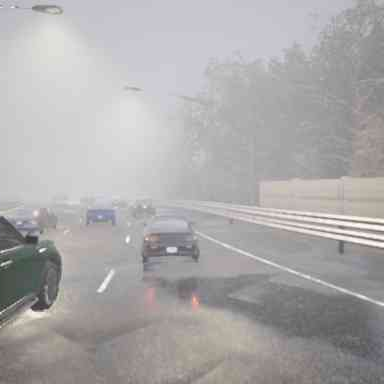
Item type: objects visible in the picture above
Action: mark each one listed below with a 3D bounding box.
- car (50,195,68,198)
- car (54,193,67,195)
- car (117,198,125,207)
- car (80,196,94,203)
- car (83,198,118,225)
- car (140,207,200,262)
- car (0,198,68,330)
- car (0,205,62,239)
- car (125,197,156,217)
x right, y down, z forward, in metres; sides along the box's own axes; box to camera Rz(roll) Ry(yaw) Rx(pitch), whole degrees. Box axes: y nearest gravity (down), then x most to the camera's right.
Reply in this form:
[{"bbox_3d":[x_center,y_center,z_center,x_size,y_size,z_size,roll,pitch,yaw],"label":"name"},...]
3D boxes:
[{"bbox_3d":[-20.164,1.557,50.169,1.895,1.301,4.718,0,0,-29],"label":"car"},{"bbox_3d":[-30.488,1.159,76.294,2.150,2.045,5.566,0,0,-44],"label":"car"},{"bbox_3d":[-10.308,1.537,46.152,1.895,1.301,4.718,0,0,-24],"label":"car"},{"bbox_3d":[-19.677,1.435,62.481,1.837,1.490,4.892,0,0,-34],"label":"car"},{"bbox_3d":[-6.423,1.447,23.778,1.882,1.535,5.008,0,0,-13],"label":"car"},{"bbox_3d":[-0.833,1.503,11.932,1.812,1.442,4.674,0,0,-6],"label":"car"},{"bbox_3d":[-3.665,1.223,4.566,2.150,2.045,5.566,0,0,-3],"label":"car"},{"bbox_3d":[-8.838,1.535,18.558,2.033,1.411,5.357,0,0,-11],"label":"car"},{"bbox_3d":[-4.645,1.304,30.491,2.097,1.767,4.553,0,0,-16],"label":"car"}]
